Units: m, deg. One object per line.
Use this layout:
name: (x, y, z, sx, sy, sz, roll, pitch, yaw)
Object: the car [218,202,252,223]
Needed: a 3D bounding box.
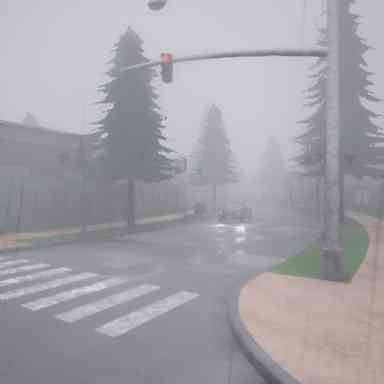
car: (3.445, 1.513, 25.693, 1.812, 1.442, 4.674, 0, 0, 21)
